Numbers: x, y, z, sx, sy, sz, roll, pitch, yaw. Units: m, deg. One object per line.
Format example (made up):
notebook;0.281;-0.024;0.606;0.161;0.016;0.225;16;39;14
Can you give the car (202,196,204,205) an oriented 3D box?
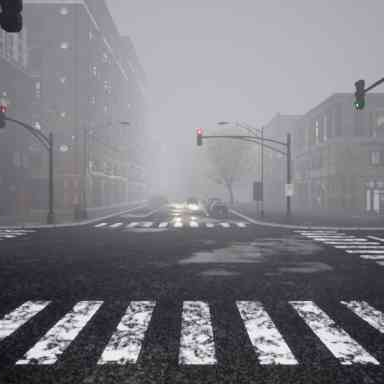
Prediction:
car;2.737;1.488;45.019;1.967;1.590;4.097;0;0;0

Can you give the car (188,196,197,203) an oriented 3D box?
car;0.075;1.541;70.818;1.812;1.442;4.674;0;0;0

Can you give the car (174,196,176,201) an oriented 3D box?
car;-5.597;1.687;90.434;1.752;1.417;4.829;0;0;0

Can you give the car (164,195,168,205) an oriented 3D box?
car;-5.632;1.652;56.423;1.802;1.307;4.206;0;0;0

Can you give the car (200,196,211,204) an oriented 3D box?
car;2.760;1.537;67.806;1.967;1.590;4.097;0;0;0

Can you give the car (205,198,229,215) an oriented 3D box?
car;2.725;1.580;33.625;2.008;1.369;4.403;0;0;0

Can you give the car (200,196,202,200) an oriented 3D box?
car;2.755;1.634;62.109;2.008;1.369;4.403;0;0;0

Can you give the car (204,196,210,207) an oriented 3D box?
car;2.731;1.479;39.323;1.967;1.590;4.097;0;0;0

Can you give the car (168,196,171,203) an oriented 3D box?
car;-5.626;1.398;62.120;2.192;1.841;5.009;0;0;0

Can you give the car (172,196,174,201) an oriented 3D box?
car;-5.614;1.663;73.513;2.008;1.369;4.403;0;0;0

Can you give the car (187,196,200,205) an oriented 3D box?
car;0.065;1.556;60.401;1.882;1.535;5.008;0;0;0

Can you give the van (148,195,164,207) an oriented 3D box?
van;-5.638;1.399;50.726;1.690;1.788;3.998;0;0;0
